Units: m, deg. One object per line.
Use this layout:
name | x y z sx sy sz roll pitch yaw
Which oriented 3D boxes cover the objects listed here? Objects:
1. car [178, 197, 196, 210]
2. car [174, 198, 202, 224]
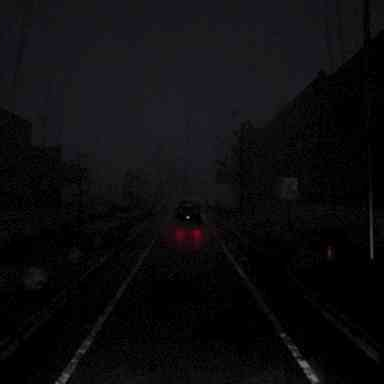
car | -0.620 1.445 42.335 2.128 1.511 4.902 0 0 -1
car | -0.313 1.464 24.642 2.128 1.511 4.902 0 0 -1
